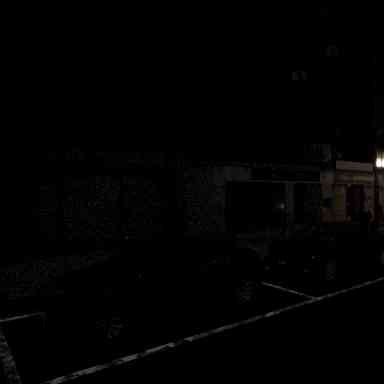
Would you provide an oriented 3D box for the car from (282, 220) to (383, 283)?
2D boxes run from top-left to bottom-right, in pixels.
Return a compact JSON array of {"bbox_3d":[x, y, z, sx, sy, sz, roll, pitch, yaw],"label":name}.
[{"bbox_3d":[4.101,1.544,9.686,4.507,1.381,1.887,0,0,-35],"label":"car"}]

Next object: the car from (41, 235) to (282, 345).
[{"bbox_3d":[-0.515,1.566,6.397,4.313,1.339,1.947,0,0,-35],"label":"car"}]
